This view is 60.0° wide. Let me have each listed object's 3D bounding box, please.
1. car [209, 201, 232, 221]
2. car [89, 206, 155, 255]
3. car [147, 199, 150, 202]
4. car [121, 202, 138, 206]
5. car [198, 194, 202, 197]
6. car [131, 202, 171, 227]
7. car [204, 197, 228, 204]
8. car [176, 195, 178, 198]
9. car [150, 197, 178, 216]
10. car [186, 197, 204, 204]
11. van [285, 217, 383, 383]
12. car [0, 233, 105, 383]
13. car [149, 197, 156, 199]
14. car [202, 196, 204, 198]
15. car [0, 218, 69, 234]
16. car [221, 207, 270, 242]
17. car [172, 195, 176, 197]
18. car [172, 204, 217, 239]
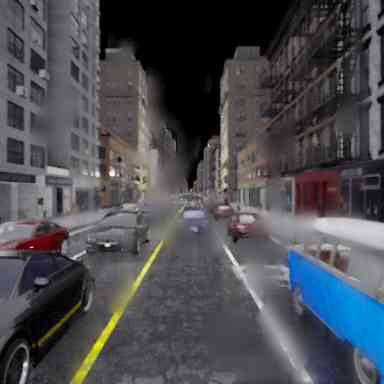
[{"bbox_3d":[2.656,1.667,27.614,1.802,1.307,4.206,0,0,0],"label":"car"},{"bbox_3d":[-2.841,1.548,13.634,1.837,1.490,4.892,0,0,0],"label":"car"},{"bbox_3d":[-5.365,1.664,33.295,1.947,1.339,4.313,0,0,0],"label":"car"},{"bbox_3d":[-5.370,1.609,27.443,1.752,1.417,4.829,0,0,0],"label":"car"},{"bbox_3d":[2.795,1.664,67.736,1.882,1.535,5.008,0,0,0],"label":"car"},{"bbox_3d":[-2.818,1.637,23.561,1.994,1.385,4.181,0,0,1],"label":"car"},{"bbox_3d":[2.660,1.414,33.296,2.192,1.841,5.009,0,0,0],"label":"car"},{"bbox_3d":[-5.331,1.776,84.431,2.008,1.369,4.403,0,0,0],"label":"car"},{"bbox_3d":[-2.772,1.604,33.531,1.837,1.490,4.892,0,0,1],"label":"car"},{"bbox_3d":[0.100,1.661,39.220,2.033,1.411,5.357,0,0,0],"label":"car"},{"bbox_3d":[2.640,1.356,4.890,1.690,1.788,3.998,0,0,0],"label":"van"},{"bbox_3d":[-2.846,1.579,4.779,1.994,1.385,4.181,0,0,0],"label":"car"},{"bbox_3d":[-5.358,1.693,44.658,1.947,1.339,4.313,0,0,0],"label":"car"},{"bbox_3d":[2.667,1.568,44.658,1.967,1.590,4.097,0,0,0],"label":"car"},{"bbox_3d":[-5.381,1.578,10.567,1.887,1.381,4.507,0,0,0],"label":"car"},{"bbox_3d":[2.648,1.634,16.251,1.802,1.307,4.206,0,0,0],"label":"car"},{"bbox_3d":[-5.335,1.793,78.749,1.802,1.307,4.206,0,0,0],"label":"car"},{"bbox_3d":[0.109,1.581,17.643,1.812,1.442,4.674,0,0,0],"label":"car"}]
